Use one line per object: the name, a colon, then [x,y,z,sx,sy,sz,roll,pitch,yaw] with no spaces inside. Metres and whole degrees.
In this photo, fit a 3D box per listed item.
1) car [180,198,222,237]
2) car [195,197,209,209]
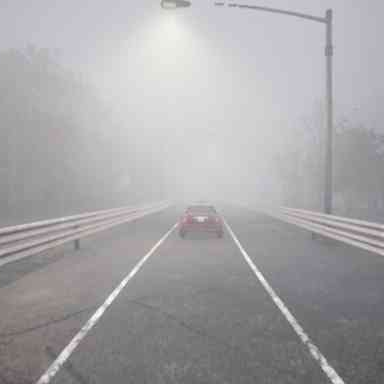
car: [0.532,1.397,18.373,2.097,1.767,4.553,0,0,3]
car: [1.390,1.611,49.684,1.837,1.490,4.892,1,0,-1]
